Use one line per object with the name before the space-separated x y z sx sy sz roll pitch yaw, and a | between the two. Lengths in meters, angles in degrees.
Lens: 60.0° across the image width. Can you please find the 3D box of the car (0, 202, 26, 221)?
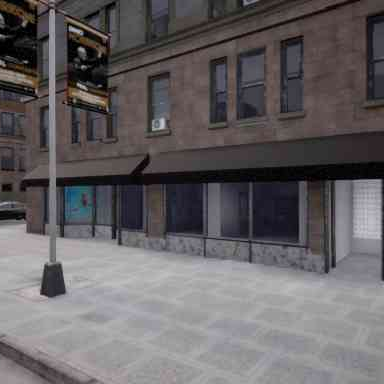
car | -14.199 1.545 25.272 1.837 1.490 4.892 0 0 37
